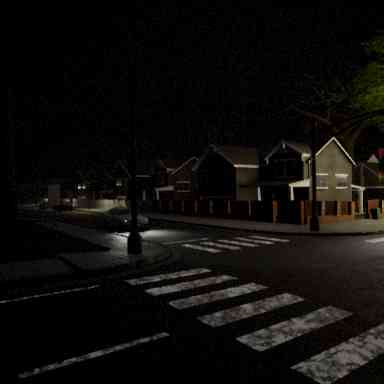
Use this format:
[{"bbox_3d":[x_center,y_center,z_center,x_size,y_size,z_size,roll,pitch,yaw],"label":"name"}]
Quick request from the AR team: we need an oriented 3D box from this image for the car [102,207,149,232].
[{"bbox_3d":[-4.591,1.752,22.339,1.812,1.442,4.674,-1,0,-35],"label":"car"}]

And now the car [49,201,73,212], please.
[{"bbox_3d":[-18.253,1.986,47.015,2.128,1.511,4.902,-1,0,-34],"label":"car"}]

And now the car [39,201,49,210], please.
[{"bbox_3d":[-24.230,2.188,55.544,1.994,1.385,4.181,-1,0,-35],"label":"car"}]
